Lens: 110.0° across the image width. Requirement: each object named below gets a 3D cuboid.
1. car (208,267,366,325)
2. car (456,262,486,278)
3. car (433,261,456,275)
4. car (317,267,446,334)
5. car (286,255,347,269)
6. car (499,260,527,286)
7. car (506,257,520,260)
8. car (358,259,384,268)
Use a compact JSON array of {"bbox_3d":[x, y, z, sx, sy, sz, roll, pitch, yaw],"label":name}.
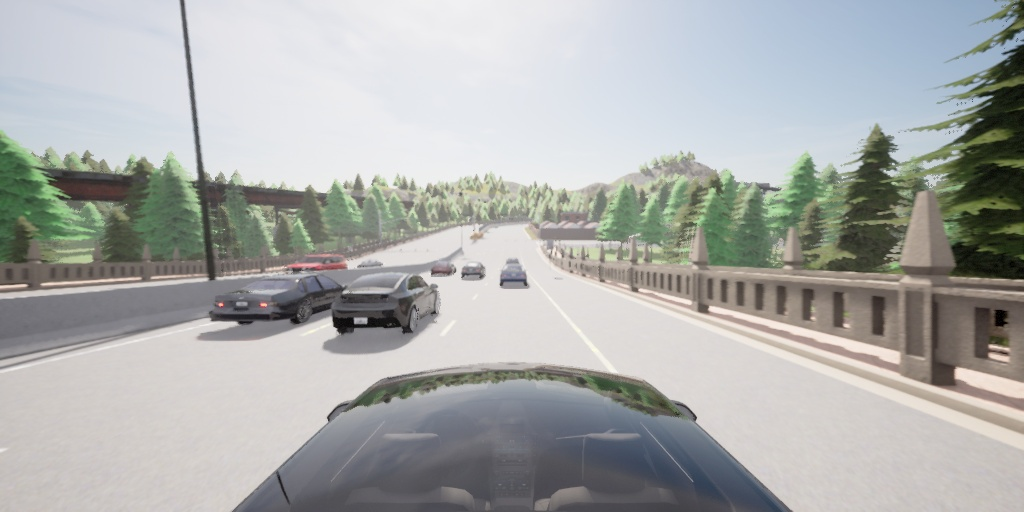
[{"bbox_3d":[-6.900,1.269,11.667,2.033,1.411,5.357,0,0,0],"label":"car"},{"bbox_3d":[-3.401,1.213,32.184,2.033,1.411,5.357,0,0,0],"label":"car"},{"bbox_3d":[-6.901,1.215,36.565,1.994,1.385,4.181,0,0,0],"label":"car"},{"bbox_3d":[-3.400,1.228,10.481,1.837,1.490,4.892,0,0,0],"label":"car"},{"bbox_3d":[-14.065,0.907,26.112,2.150,2.045,5.566,0,0,0],"label":"car"},{"bbox_3d":[0.099,1.234,24.896,2.033,1.411,5.357,0,0,0],"label":"car"},{"bbox_3d":[0.098,0.844,49.213,1.994,1.385,4.181,0,3,0],"label":"car"},{"bbox_3d":[-17.501,1.098,44.621,1.994,1.385,4.181,0,2,0],"label":"car"}]
